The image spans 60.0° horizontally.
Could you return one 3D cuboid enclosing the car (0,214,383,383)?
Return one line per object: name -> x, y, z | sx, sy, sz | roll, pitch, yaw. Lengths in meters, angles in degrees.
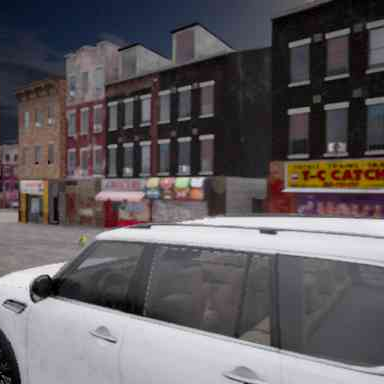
car -> 0.041, 1.247, 3.201 | 5.566, 2.045, 2.150 | -1, 0, 35
